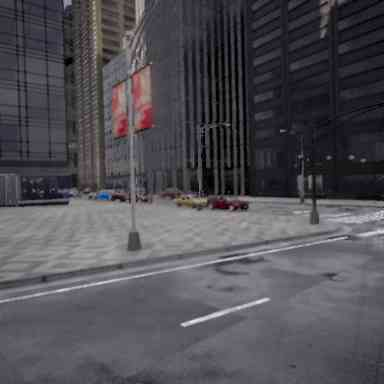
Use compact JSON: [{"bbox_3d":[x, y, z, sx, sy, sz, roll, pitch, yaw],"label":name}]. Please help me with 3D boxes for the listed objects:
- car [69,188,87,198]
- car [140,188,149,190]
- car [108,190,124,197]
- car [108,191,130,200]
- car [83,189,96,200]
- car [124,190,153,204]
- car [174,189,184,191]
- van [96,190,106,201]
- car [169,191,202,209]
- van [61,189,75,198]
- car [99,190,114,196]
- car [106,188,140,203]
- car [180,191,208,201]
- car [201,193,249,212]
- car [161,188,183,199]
[{"bbox_3d":[-23.157,0.466,66.292,1.967,1.590,4.097,-2,2,-36],"label":"car"},{"bbox_3d":[-9.663,0.166,62.150,2.192,1.841,5.009,-2,2,-36],"label":"car"},{"bbox_3d":[-16.242,0.322,71.277,1.802,1.307,4.206,-2,2,-36],"label":"car"},{"bbox_3d":[-12.381,0.583,56.221,1.837,1.490,4.892,-2,2,-36],"label":"car"},{"bbox_3d":[-16.572,0.688,57.172,2.008,1.369,4.403,-2,2,-36],"label":"car"},{"bbox_3d":[-6.697,0.836,43.489,1.887,1.381,4.507,-2,2,-36],"label":"car"},{"bbox_3d":[0.387,0.760,38.377,2.128,1.511,4.902,-2,2,-36],"label":"car"},{"bbox_3d":[-13.283,0.531,52.607,1.690,1.788,3.998,-2,2,-36],"label":"van"},{"bbox_3d":[-0.015,0.912,34.229,1.752,1.417,4.829,-2,2,-36],"label":"car"},{"bbox_3d":[-26.450,0.311,70.850,1.690,1.788,3.998,-2,2,-36],"label":"van"},{"bbox_3d":[-19.534,0.228,75.836,1.887,1.381,4.507,-2,2,-36],"label":"car"},{"bbox_3d":[-9.992,0.557,48.045,2.192,1.841,5.009,-2,2,-36],"label":"car"},{"bbox_3d":[0.215,0.571,48.473,1.947,1.339,4.313,-2,2,-36],"label":"car"},{"bbox_3d":[3.178,0.975,29.806,1.887,1.381,4.507,-2,1,-36],"label":"car"},{"bbox_3d":[-3.080,0.270,53.028,2.192,1.841,5.009,-2,2,-36],"label":"car"}]
